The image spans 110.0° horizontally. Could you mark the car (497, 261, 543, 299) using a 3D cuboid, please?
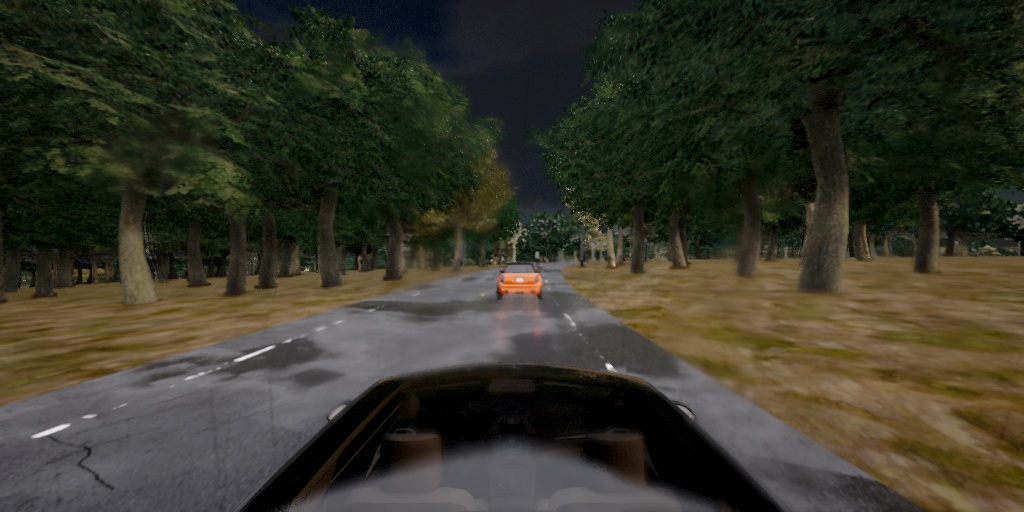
[{"bbox_3d":[0.449,1.084,18.094,2.097,1.767,4.553,0,0,3],"label":"car"}]

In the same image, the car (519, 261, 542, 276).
[{"bbox_3d":[2.004,1.214,36.739,2.033,1.411,5.357,0,0,7],"label":"car"}]
